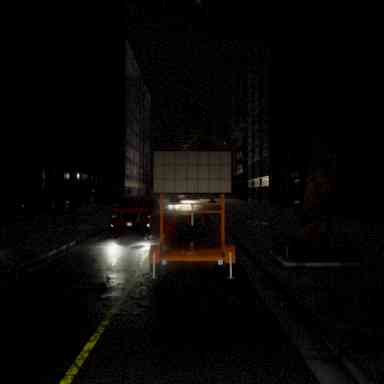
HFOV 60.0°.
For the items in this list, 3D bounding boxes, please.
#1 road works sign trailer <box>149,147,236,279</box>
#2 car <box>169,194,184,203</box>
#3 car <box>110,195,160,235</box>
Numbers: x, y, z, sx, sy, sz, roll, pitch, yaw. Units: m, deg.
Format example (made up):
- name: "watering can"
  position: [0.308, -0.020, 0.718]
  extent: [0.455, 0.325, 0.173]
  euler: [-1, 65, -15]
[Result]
- name: "road works sign trailer"
  position: [0.011, 0.464, 10.002]
  extent: [2.380, 3.560, 2.880]
  euler: [0, 0, 0]
- name: "car"
  position: [-3.016, 1.488, 58.316]
  extent: [2.128, 1.511, 4.902]
  euler: [0, 0, 1]
- name: "car"
  position: [-3.079, 1.221, 19.106]
  extent: [2.150, 2.045, 5.566]
  euler: [0, 0, 0]
